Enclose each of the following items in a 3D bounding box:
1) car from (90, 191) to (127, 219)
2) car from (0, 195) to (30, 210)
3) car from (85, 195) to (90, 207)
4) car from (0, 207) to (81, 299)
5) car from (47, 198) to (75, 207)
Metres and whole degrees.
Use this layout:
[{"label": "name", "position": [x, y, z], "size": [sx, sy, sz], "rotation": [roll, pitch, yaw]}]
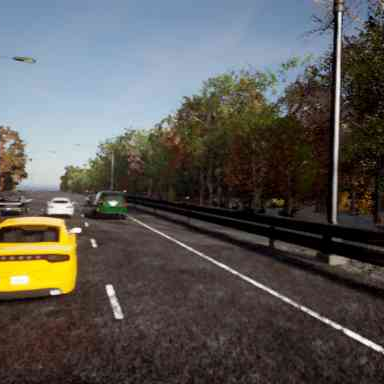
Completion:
[{"label": "car", "position": [-6.452, 0.963, 25.875], "size": [2.150, 2.045, 5.566], "rotation": [2, 0, -20]}, {"label": "car", "position": [-14.146, 1.019, 26.493], "size": [2.128, 1.511, 4.902], "rotation": [2, 0, -20]}, {"label": "car", "position": [-12.290, 1.095, 41.563], "size": [1.812, 1.442, 4.674], "rotation": [2, 0, -21]}, {"label": "car", "position": [-3.801, 1.345, 8.102], "size": [1.882, 1.535, 5.008], "rotation": [2, 0, -19]}, {"label": "car", "position": [-9.960, 1.173, 25.283], "size": [1.812, 1.442, 4.674], "rotation": [2, 0, -20]}]
